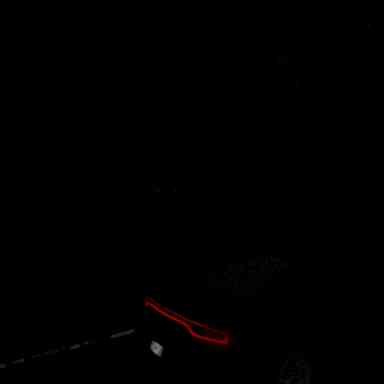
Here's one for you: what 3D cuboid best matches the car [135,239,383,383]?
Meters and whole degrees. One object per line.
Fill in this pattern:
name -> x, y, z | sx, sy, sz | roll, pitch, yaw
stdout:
car -> 1.655, 1.447, 4.880 | 5.008, 1.535, 1.882 | -1, 0, -35
